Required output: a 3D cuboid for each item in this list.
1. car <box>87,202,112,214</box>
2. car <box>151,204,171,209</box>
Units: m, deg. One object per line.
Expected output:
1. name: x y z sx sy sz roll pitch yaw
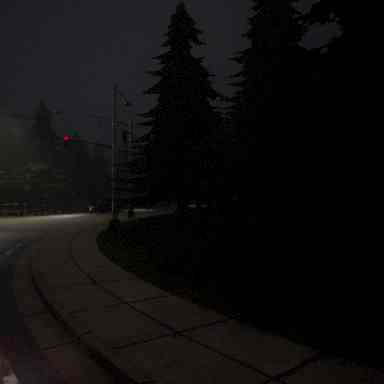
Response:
1. car: -9.297 1.492 36.270 2.128 1.511 4.902 0 0 26
2. car: -4.745 1.352 45.203 2.097 1.767 4.553 0 0 28
